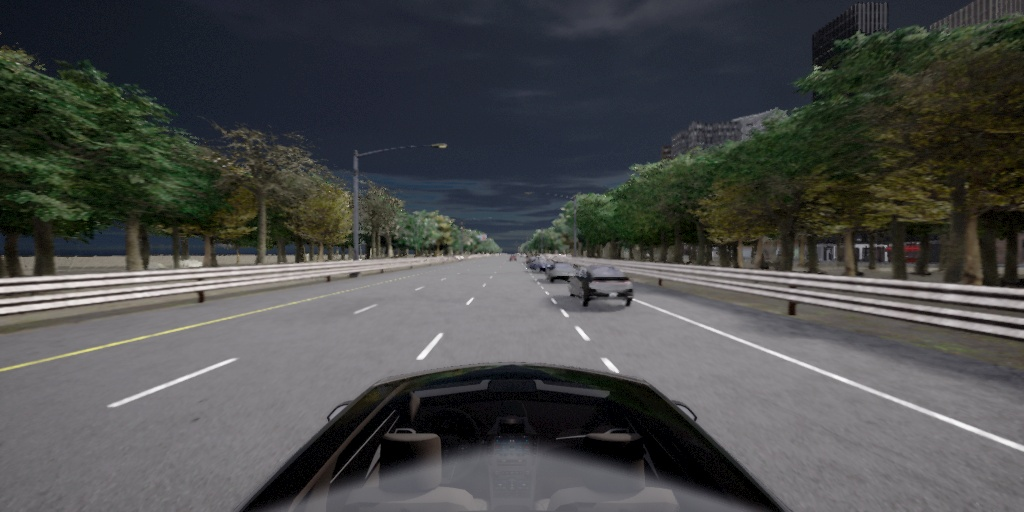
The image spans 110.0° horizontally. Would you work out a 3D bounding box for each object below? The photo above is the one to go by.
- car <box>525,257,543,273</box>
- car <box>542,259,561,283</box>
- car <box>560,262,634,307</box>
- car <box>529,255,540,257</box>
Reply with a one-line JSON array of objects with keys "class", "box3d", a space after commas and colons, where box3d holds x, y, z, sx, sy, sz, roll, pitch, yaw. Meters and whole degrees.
[{"class": "car", "box3d": [3.147, 1.046, 37.605, 1.895, 1.301, 4.718, 0, 0, -14]}, {"class": "car", "box3d": [3.520, 1.108, 25.836, 1.994, 1.385, 4.181, 0, 0, 0]}, {"class": "car", "box3d": [3.504, 1.129, 14.850, 2.128, 1.511, 4.902, 0, 0, 0]}, {"class": "car", "box3d": [3.590, 0.923, 47.811, 1.994, 1.385, 4.181, 0, 0, 0]}]
